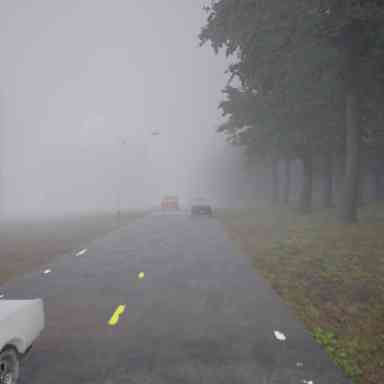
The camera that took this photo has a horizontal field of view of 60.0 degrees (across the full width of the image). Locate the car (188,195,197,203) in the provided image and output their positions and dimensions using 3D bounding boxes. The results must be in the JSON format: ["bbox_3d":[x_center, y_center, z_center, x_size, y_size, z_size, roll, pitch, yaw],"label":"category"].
[{"bbox_3d":[0.043,1.803,85.130,2.150,2.045,5.566,0,-1,0],"label":"car"}]

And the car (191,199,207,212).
[{"bbox_3d":[0.846,1.624,41.101,1.882,1.535,5.008,0,0,0],"label":"car"}]

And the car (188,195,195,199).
[{"bbox_3d":[0.848,1.557,47.074,2.097,1.767,4.553,0,-1,0],"label":"car"}]

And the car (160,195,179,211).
[{"bbox_3d":[-2.821,1.387,43.247,2.150,2.045,5.566,0,-1,0],"label":"car"}]

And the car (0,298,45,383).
[{"bbox_3d":[-2.850,1.602,2.120,1.895,1.301,4.718,0,0,0],"label":"car"}]

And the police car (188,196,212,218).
[{"bbox_3d":[0.841,1.501,31.208,1.930,1.638,5.238,0,0,0],"label":"police car"}]
